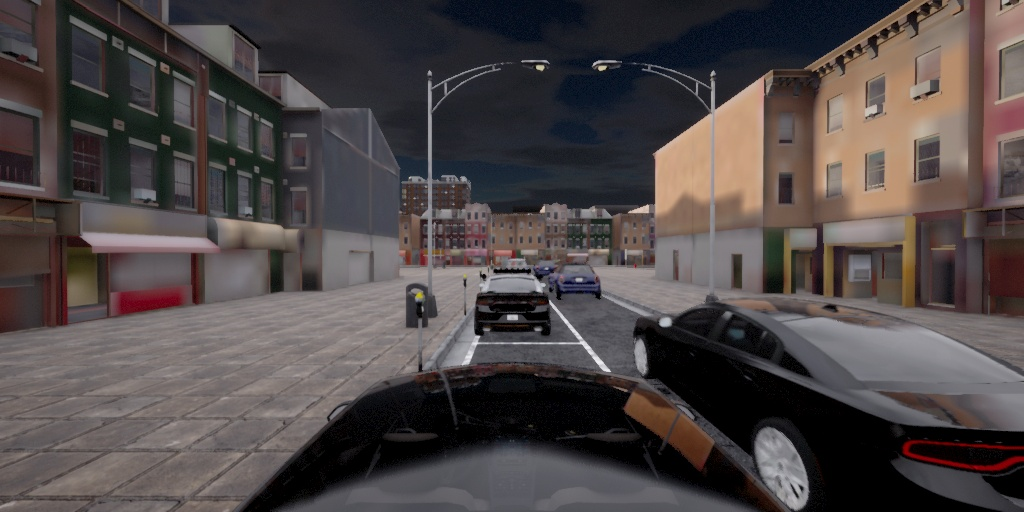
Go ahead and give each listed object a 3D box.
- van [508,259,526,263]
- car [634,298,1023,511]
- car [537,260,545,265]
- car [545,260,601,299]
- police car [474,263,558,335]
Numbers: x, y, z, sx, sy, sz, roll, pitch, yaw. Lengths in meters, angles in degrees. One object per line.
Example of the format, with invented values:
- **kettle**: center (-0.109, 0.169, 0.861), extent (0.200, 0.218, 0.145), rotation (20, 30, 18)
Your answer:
- **van**: center (0.382, 1.095, 27.349), extent (1.690, 1.789, 3.998), rotation (0, 0, 0)
- **car**: center (3.020, 1.227, 4.228), extent (1.882, 1.535, 5.008), rotation (0, 0, 0)
- **car**: center (3.043, 1.109, 33.245), extent (2.097, 1.767, 4.553), rotation (0, 0, 0)
- **car**: center (3.042, 1.101, 18.245), extent (2.097, 1.767, 4.553), rotation (0, 0, 0)
- **police car**: center (0.012, 1.174, 10.611), extent (1.930, 1.638, 5.238), rotation (0, 0, 0)
